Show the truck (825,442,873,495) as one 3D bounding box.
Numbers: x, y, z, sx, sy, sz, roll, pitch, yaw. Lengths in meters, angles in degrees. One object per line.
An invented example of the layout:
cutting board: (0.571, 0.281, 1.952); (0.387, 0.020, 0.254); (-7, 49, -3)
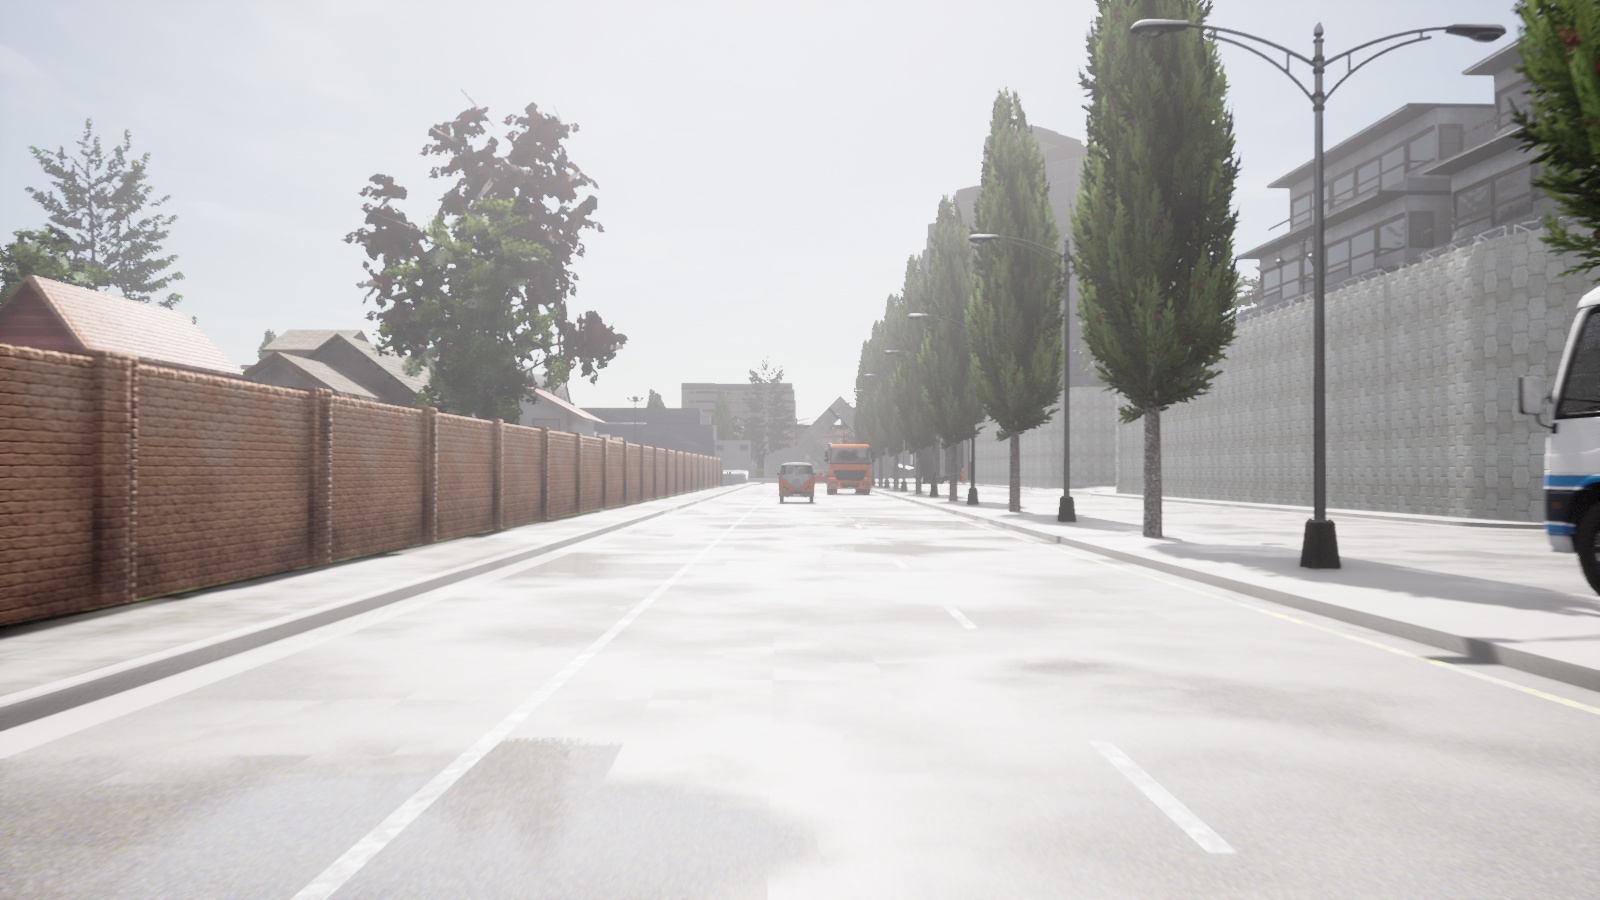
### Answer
truck: (3.288, 1.260, 86.046); (2.891, 3.462, 7.936); (0, -1, 0)

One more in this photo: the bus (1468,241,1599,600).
bus: (11.464, -0.396, 12.643); (3.944, 4.253, 10.273); (0, -1, 0)

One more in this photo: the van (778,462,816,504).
van: (-0.150, 1.600, 61.664); (1.775, 1.987, 4.442); (0, -1, 0)
